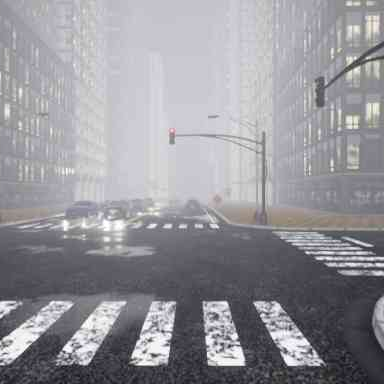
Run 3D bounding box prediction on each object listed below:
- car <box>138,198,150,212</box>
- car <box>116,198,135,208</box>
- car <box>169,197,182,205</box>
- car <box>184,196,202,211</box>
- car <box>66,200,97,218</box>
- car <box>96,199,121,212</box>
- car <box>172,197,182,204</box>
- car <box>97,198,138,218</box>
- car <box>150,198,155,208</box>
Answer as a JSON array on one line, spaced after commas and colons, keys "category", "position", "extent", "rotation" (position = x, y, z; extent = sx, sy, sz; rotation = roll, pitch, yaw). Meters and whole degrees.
[{"category": "car", "position": [-6.599, 1.511, 39.653], "extent": [1.882, 1.535, 5.008], "rotation": [0, 0, 0]}, {"category": "car", "position": [-9.839, 1.619, 49.432], "extent": [1.994, 1.385, 4.181], "rotation": [0, 0, 0]}, {"category": "car", "position": [-3.150, 1.578, 60.003], "extent": [2.128, 1.511, 4.902], "rotation": [0, 0, 0]}, {"category": "car", "position": [0.092, 1.560, 40.304], "extent": [1.812, 1.442, 4.674], "rotation": [0, 0, 0]}, {"category": "car", "position": [-9.854, 1.496, 30.374], "extent": [1.882, 1.535, 5.008], "rotation": [0, 0, 0]}, {"category": "car", "position": [-9.849, 1.597, 39.508], "extent": [1.994, 1.385, 4.181], "rotation": [0, 0, 0]}, {"category": "car", "position": [-3.181, 1.686, 70.331], "extent": [1.994, 1.385, 4.181], "rotation": [0, 0, 0]}, {"category": "car", "position": [-6.600, 1.510, 30.125], "extent": [2.128, 1.511, 4.902], "rotation": [0, 0, 0]}, {"category": "car", "position": [-6.593, 1.582, 49.700], "extent": [1.812, 1.442, 4.674], "rotation": [0, 0, 0]}]
